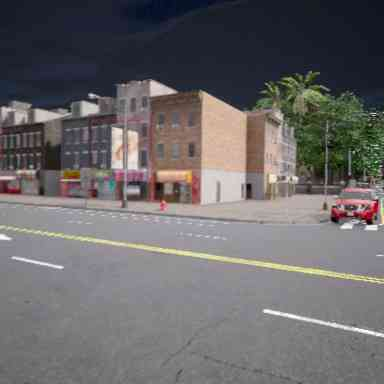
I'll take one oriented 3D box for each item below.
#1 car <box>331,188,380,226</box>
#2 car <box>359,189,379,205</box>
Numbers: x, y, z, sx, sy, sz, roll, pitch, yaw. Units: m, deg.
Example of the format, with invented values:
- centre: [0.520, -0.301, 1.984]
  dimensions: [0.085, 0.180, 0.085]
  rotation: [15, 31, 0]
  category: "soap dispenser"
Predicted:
- centre: [10.247, 0.814, 20.726]
  dimensions: [2.150, 2.045, 5.566]
  rotation: [2, 2, 32]
  category: "car"
- centre: [22.273, 0.547, 41.718]
  dimensions: [2.097, 1.767, 4.553]
  rotation: [2, 2, 30]
  category: "car"
